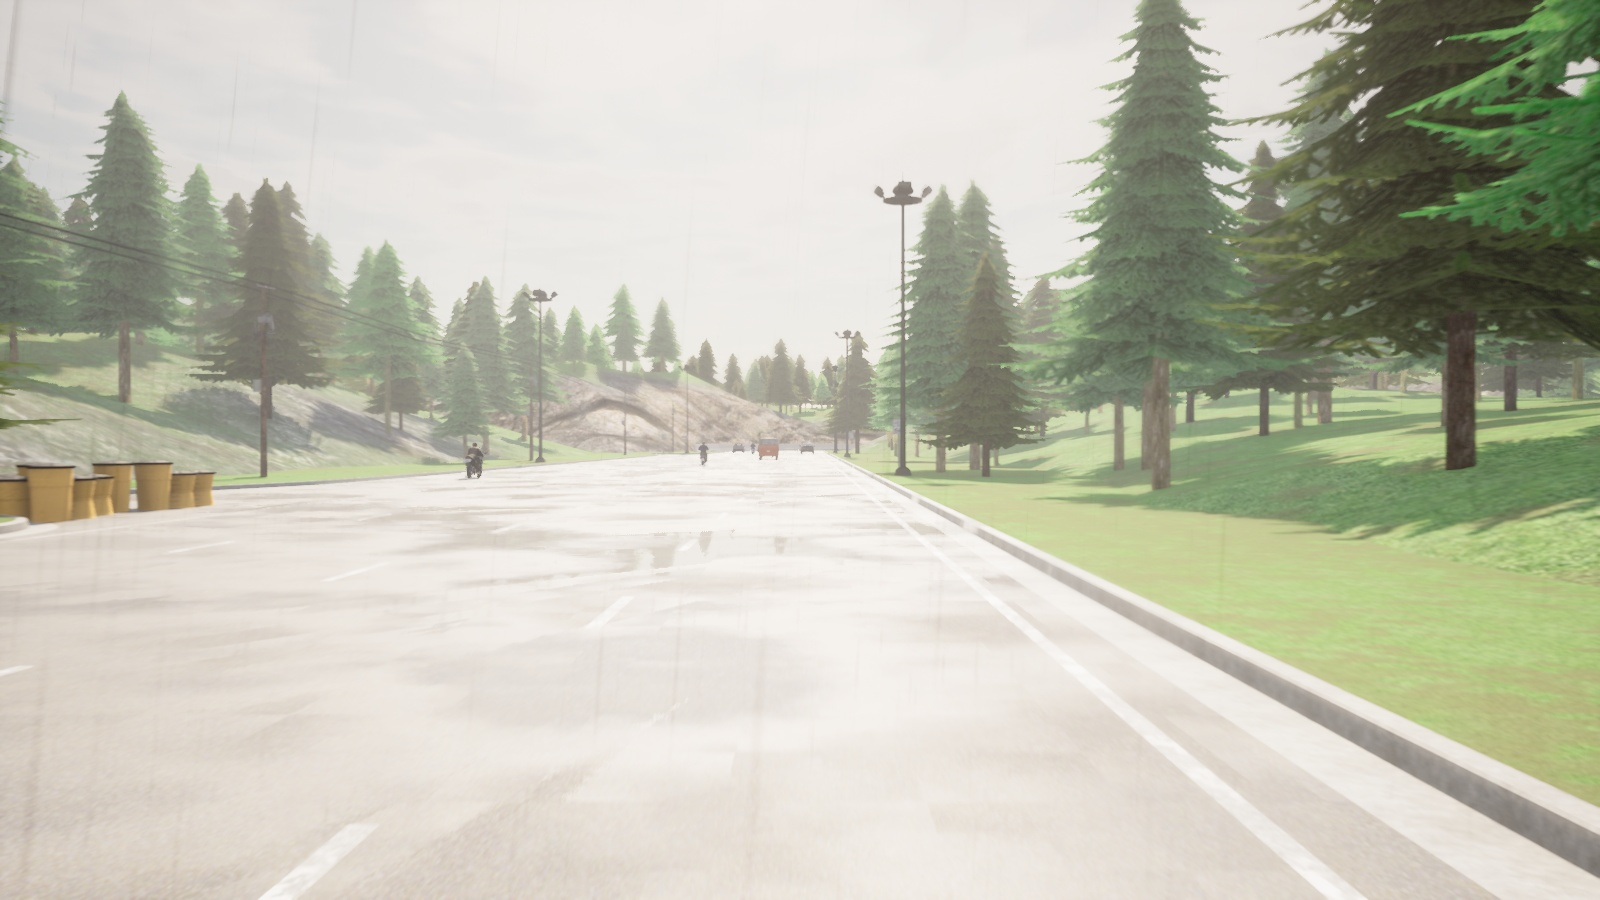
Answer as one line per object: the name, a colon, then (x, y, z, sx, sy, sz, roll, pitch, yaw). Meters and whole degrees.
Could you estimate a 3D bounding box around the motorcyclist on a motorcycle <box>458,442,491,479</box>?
motorcyclist on a motorcycle: (-13.657, 0.422, 52.752, 0.797, 1.523, 2.044, -1, 0, 2)
